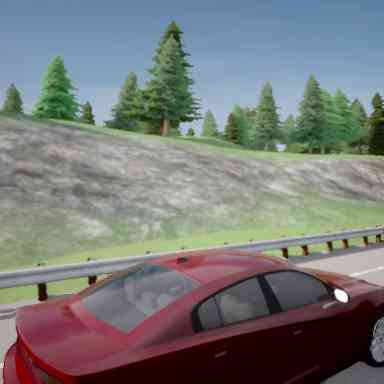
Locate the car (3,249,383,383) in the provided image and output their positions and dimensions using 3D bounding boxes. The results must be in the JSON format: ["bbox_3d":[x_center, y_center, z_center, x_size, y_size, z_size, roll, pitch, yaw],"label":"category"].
[{"bbox_3d":[0.577,1.467,4.068,5.008,1.535,1.882,0,0,-35],"label":"car"}]
